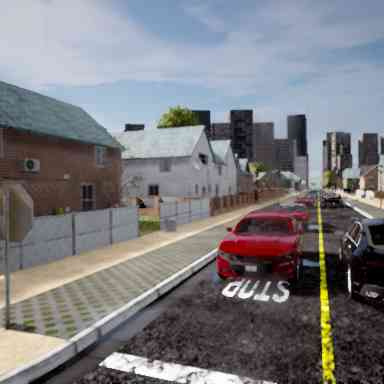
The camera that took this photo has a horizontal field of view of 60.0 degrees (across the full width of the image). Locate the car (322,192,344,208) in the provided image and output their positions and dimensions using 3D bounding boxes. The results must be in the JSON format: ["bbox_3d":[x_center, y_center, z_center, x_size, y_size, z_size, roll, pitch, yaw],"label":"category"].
[{"bbox_3d":[15.110,0.888,35.549,2.128,1.511,4.902,0,1,22],"label":"car"}]

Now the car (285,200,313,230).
[{"bbox_3d":[5.572,1.316,18.524,1.895,1.301,4.718,0,1,21],"label":"car"}]

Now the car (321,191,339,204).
[{"bbox_3d":[18.743,0.730,45.259,2.128,1.511,4.902,0,1,21],"label":"car"}]

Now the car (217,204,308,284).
[{"bbox_3d":[2.154,1.342,9.514,1.882,1.535,5.008,0,1,21],"label":"car"}]

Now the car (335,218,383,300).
[{"bbox_3d":[4.485,1.360,7.623,1.837,1.490,4.892,0,1,21],"label":"car"}]

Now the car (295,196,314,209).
[{"bbox_3d":[11.731,1.051,34.694,1.895,1.301,4.718,0,1,21],"label":"car"}]
